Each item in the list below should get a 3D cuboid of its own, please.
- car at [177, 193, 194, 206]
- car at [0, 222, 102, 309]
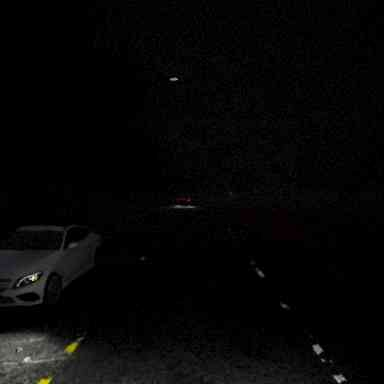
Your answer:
[{"bbox_3d":[-0.992,1.112,49.264,2.097,1.767,4.553,0,0,6],"label":"car"},{"bbox_3d":[-3.490,1.487,7.896,1.812,1.442,4.674,0,0,1],"label":"car"}]
